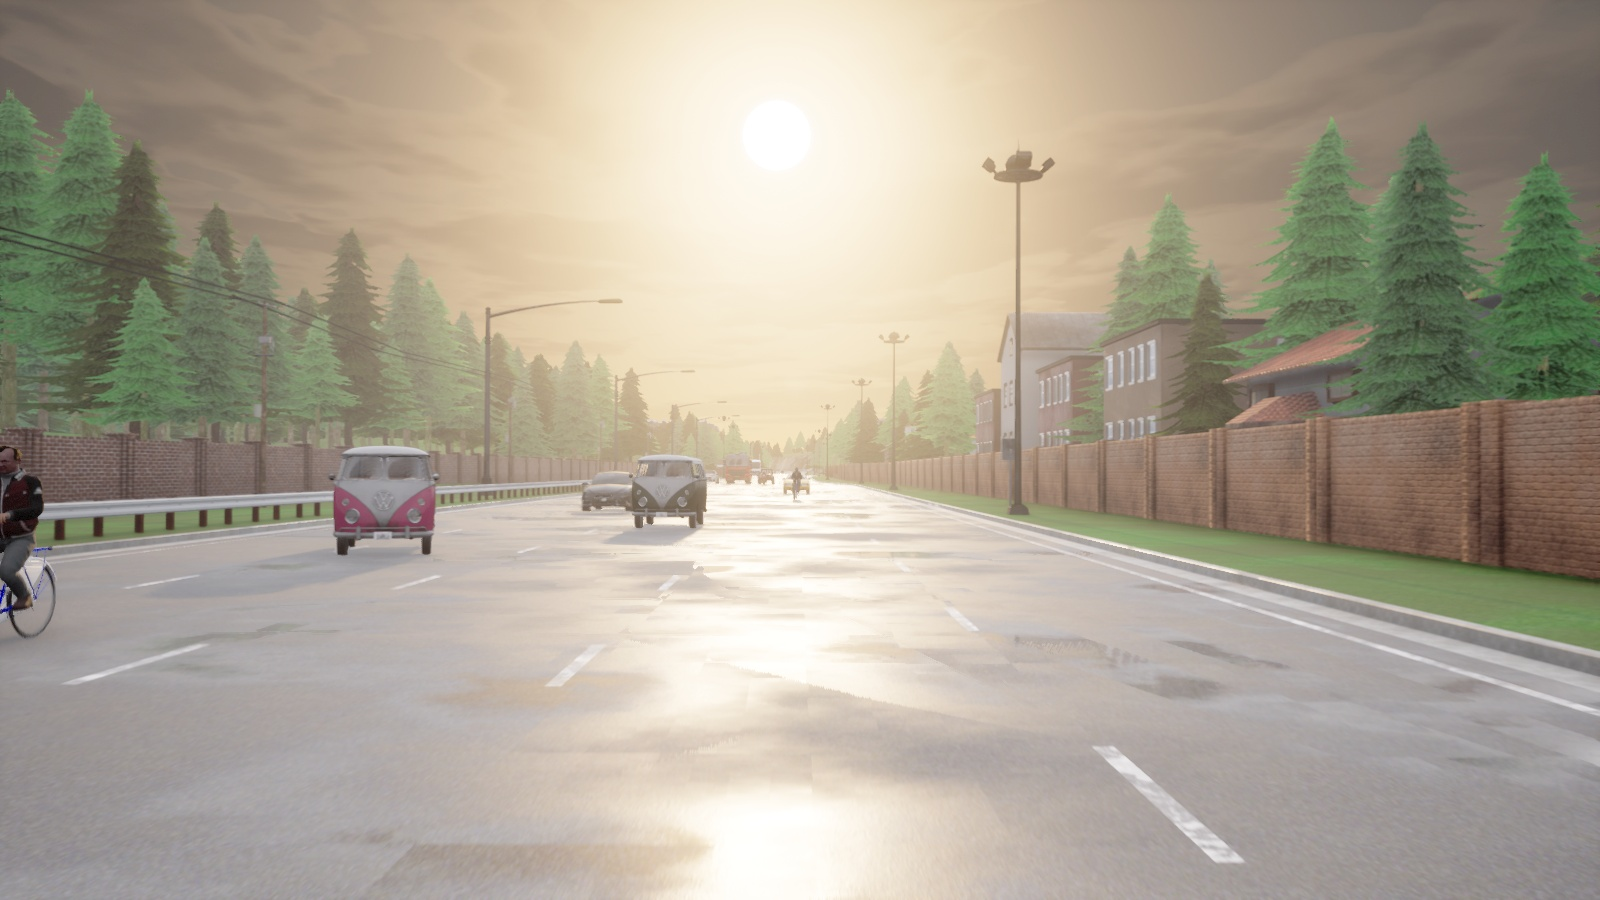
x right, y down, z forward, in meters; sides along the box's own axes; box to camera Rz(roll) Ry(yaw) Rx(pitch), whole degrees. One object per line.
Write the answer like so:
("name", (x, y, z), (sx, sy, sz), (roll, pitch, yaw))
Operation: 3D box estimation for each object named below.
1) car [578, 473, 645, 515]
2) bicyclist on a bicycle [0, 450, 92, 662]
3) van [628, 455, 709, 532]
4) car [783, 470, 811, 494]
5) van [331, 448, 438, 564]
("car", (-7.119, 1.648, 47.877), (1.837, 1.490, 4.892), (0, -1, 0))
("bicyclist on a bicycle", (-7.028, 0.897, 10.942), (0.659, 1.776, 1.843), (0, -1, 0))
("van", (-3.588, 1.167, 34.933), (1.775, 1.987, 4.442), (0, -1, 0))
("car", (-0.212, 2.188, 85.726), (1.801, 1.575, 5.366), (0, -1, 0))
("van", (-7.848, 1.000, 23.980), (1.775, 1.987, 4.442), (0, -1, -16))
